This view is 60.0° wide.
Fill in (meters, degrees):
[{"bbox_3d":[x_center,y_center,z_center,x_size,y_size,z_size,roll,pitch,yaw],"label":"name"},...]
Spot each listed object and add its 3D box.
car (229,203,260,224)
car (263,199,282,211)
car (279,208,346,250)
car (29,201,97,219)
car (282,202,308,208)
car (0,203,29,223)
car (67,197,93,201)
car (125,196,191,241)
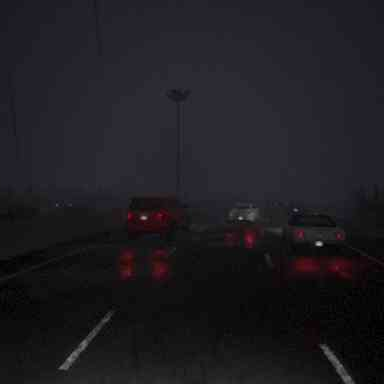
[{"bbox_3d":[3.887,1.520,24.432,1.812,1.442,4.674,0,0,16],"label":"car"},{"bbox_3d":[10.159,1.547,41.295,2.033,1.411,5.357,0,0,22],"label":"car"},{"bbox_3d":[5.030,1.604,14.341,1.895,1.301,4.718,0,0,10],"label":"car"},{"bbox_3d":[-7.963,1.533,21.263,1.994,1.385,4.181,0,0,13],"label":"car"},{"bbox_3d":[9.803,1.568,30.972,1.994,1.385,4.181,0,0,21],"label":"car"},{"bbox_3d":[-11.616,1.452,20.921,2.128,1.511,4.902,0,0,13],"label":"car"},{"bbox_3d":[-11.698,1.305,33.685,2.097,1.767,4.553,0,0,19],"label":"car"},{"bbox_3d":[-1.569,1.208,17.025,2.150,2.045,5.566,0,0,11],"label":"car"}]
